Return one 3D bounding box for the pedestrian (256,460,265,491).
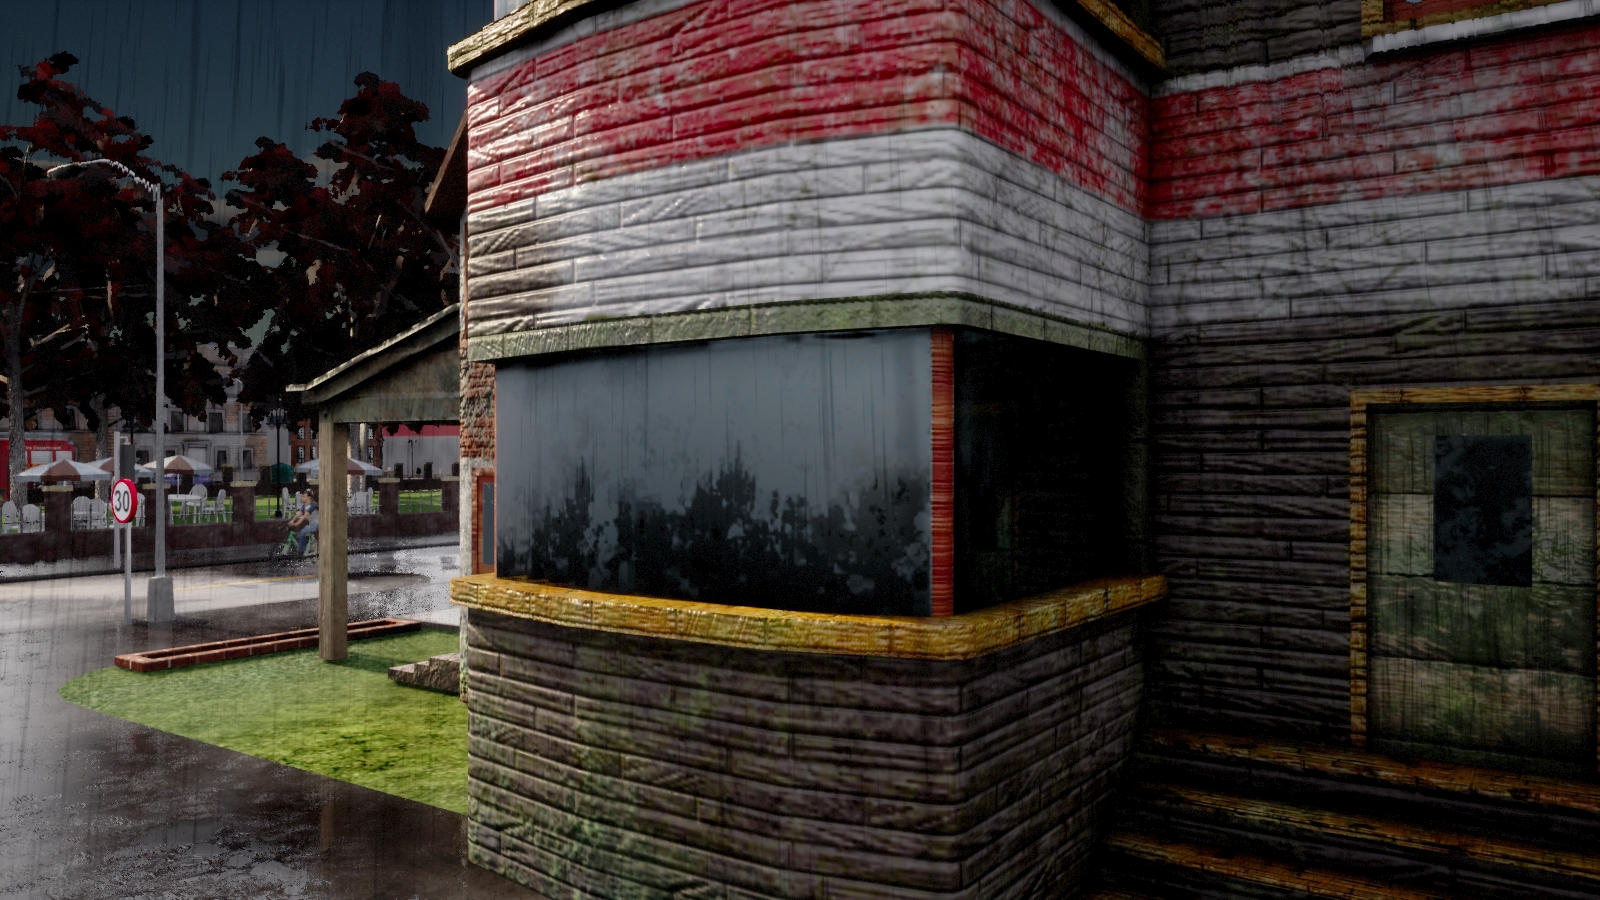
[{"bbox_3d":[-32.521,1.524,68.892,0.375,1.860,0.375,0,0,-42],"label":"pedestrian"}]
